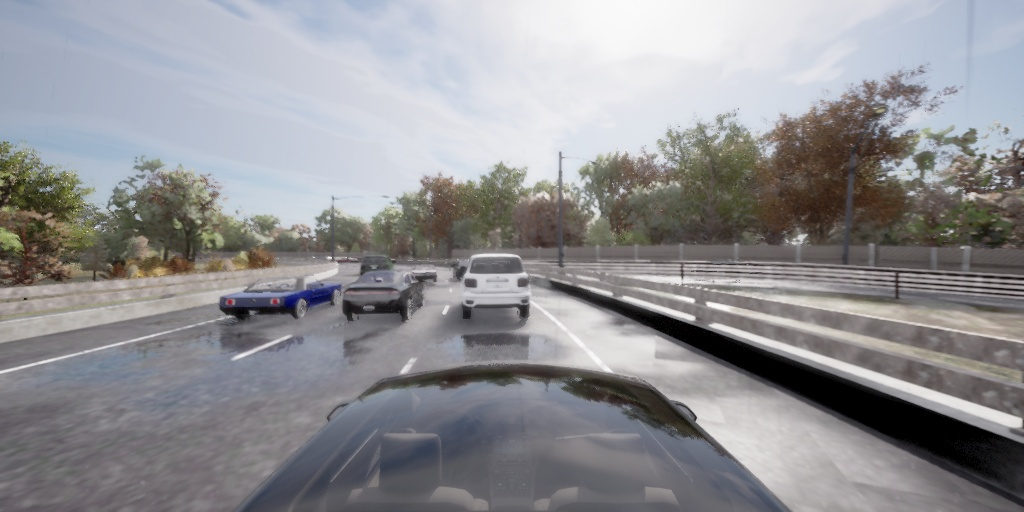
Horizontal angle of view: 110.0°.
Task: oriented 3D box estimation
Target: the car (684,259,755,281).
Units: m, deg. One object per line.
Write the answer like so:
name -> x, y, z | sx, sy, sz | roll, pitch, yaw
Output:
car -> 15.577, 0.981, 27.130 | 4.674, 1.442, 1.812 | 1, 1, 35

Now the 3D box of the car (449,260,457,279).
car -> -3.901, 1.191, 30.224 | 1.837, 1.490, 4.892 | 0, 0, -15

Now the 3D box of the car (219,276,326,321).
car -> -7.658, 1.349, 12.564 | 1.895, 1.301, 4.718 | 0, 0, -6

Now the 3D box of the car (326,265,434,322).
car -> -4.161, 1.229, 12.283 | 2.128, 1.511, 4.902 | 0, 0, -5

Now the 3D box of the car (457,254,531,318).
car -> -0.688, 0.943, 13.069 | 2.150, 2.045, 5.566 | 0, 0, -6

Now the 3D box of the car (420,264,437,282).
car -> -6.936, 1.303, 28.220 | 1.895, 1.301, 4.718 | 0, 0, -14

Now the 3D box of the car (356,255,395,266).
car -> -10.589, 0.938, 28.359 | 2.150, 2.045, 5.566 | 0, 0, -15

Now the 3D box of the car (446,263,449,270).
car -> -6.601, 1.076, 46.355 | 1.895, 1.301, 4.718 | 0, 0, -42
